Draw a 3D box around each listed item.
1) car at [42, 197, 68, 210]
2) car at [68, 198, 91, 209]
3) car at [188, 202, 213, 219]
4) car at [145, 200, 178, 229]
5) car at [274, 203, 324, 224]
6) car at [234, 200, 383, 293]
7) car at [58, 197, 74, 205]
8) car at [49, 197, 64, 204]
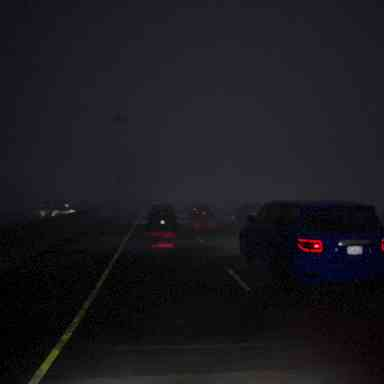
[{"bbox_3d":[-18.929,1.669,45.481,1.837,1.490,4.892,0,0,-6],"label":"car"},{"bbox_3d":[-15.624,1.642,47.404,2.128,1.511,4.902,0,0,-6],"label":"car"},{"bbox_3d":[0.715,1.567,29.307,1.812,1.442,4.674,0,0,-6],"label":"car"},{"bbox_3d":[-2.020,1.549,22.183,1.837,1.490,4.892,0,0,-6],"label":"car"},{"bbox_3d":[8.150,1.600,25.764,1.895,1.301,4.718,0,0,-6],"label":"car"},{"bbox_3d":[2.898,1.221,9.085,2.150,2.045,5.566,0,0,-5],"label":"car"},{"bbox_3d":[-24.592,1.773,65.001,1.994,1.385,4.181,0,0,-6],"label":"car"},{"bbox_3d":[-28.751,1.800,70.597,1.994,1.385,4.181,0,0,-6],"label":"car"}]
